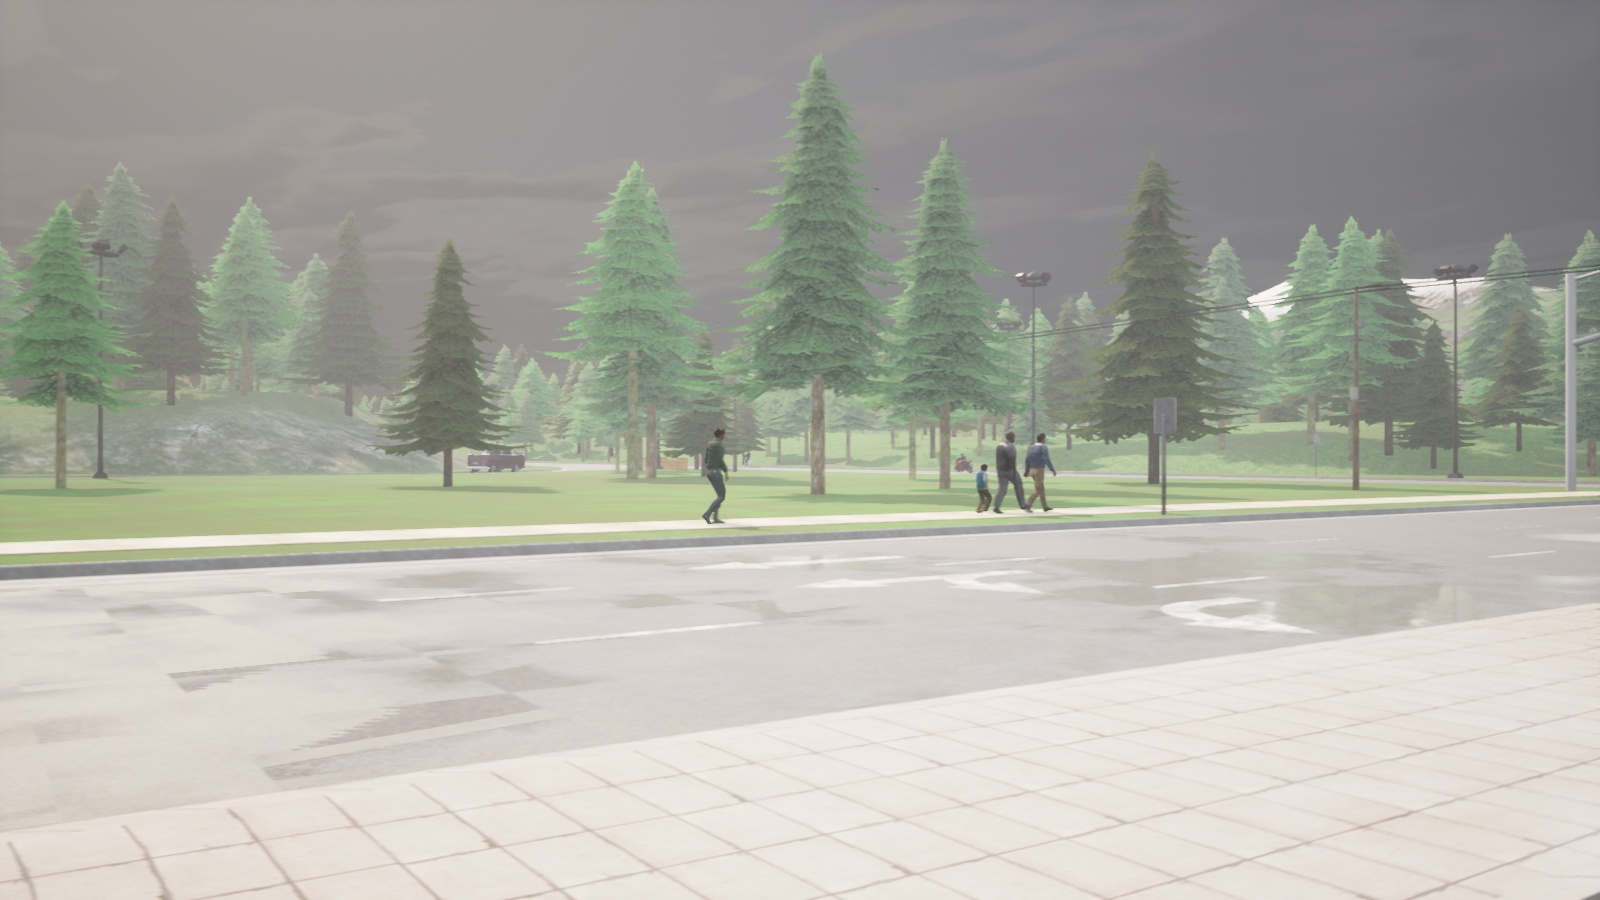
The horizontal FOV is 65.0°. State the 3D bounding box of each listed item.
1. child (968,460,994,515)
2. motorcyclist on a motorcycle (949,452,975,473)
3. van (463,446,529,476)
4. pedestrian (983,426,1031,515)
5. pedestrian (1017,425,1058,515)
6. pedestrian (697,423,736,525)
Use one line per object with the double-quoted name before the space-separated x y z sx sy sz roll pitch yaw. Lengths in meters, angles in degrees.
"child" 3.996 0.823 27.714 0.448 1.192 0.343 0 0 -35
"motorcyclist on a motorcycle" 12.001 0.927 92.981 0.797 1.523 2.044 0 0 -34
"van" -20.970 0.723 86.707 2.069 2.038 4.480 0 0 26
"pedestrian" 4.483 0.440 27.167 0.849 1.883 0.563 0 0 -27
"pedestrian" 5.248 0.440 27.770 0.788 1.949 0.423 0 0 -30
"pedestrian" -1.539 0.443 23.063 0.614 1.847 0.353 0 0 -34
